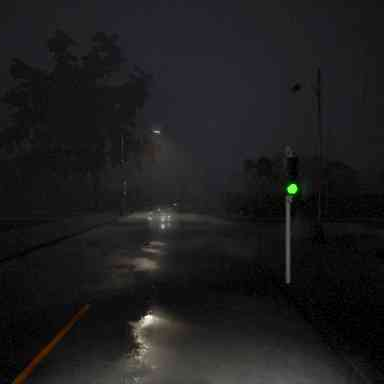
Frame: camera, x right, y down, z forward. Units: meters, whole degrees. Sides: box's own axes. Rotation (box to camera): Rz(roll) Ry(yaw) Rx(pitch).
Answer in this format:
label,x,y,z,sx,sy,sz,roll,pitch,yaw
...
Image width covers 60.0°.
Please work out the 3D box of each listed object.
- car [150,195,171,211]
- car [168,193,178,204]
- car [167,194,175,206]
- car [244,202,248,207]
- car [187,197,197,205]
label,x,y,z,sx,sy,sz,roll,pitch,yaw
car,-4.084,1.522,41.460,1.837,1.490,4.892,0,0,0
car,-4.017,1.249,65.911,2.150,2.045,5.566,0,0,1
car,-4.075,1.524,51.277,1.837,1.490,4.892,0,0,0
car,8.892,1.372,40.210,5.357,1.415,2.033,0,0,3
car,0.012,1.626,61.639,1.895,1.301,4.718,0,0,0
